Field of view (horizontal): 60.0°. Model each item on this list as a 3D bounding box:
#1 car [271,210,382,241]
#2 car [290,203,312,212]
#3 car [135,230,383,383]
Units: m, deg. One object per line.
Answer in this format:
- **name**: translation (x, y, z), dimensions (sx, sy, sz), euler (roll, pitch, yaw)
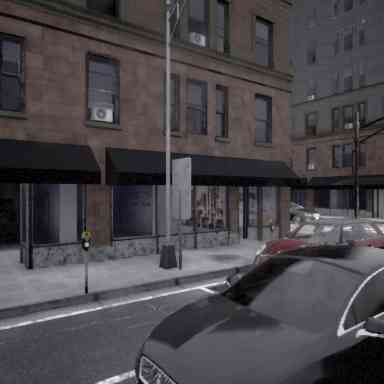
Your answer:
- **car**: translation (3.494, 1.440, 8.692), dimensions (4.097, 1.590, 1.967), euler (0, 0, -36)
- **car**: translation (7.101, 1.537, 24.645), dimensions (2.128, 1.511, 4.902), euler (0, 0, -35)
- **car**: translation (1.697, 1.505, 4.147), dimensions (4.892, 1.490, 1.837), euler (0, 0, -34)
